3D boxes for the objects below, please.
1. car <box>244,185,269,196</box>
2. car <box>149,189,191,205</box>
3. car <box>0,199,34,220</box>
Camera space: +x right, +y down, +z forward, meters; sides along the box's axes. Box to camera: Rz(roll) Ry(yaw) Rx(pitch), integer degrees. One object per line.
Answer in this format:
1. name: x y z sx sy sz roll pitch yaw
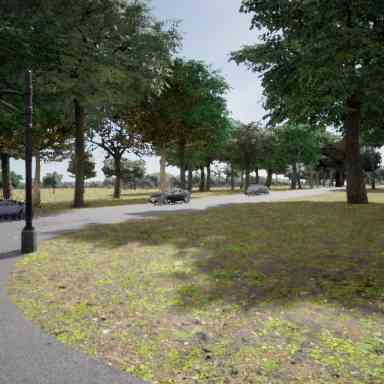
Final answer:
1. car: 9.023 -0.252 46.372 2.128 1.511 4.902 -1 2 38
2. car: -2.054 0.438 32.036 2.128 1.511 4.902 -1 2 38
3. car: -12.007 1.126 20.325 4.181 1.385 1.994 -3 2 -42
